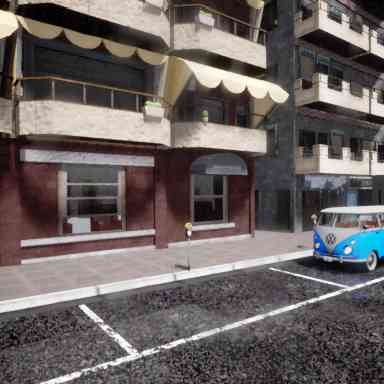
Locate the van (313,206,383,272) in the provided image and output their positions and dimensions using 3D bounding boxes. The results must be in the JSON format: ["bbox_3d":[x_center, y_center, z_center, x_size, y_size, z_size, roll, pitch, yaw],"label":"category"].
[{"bbox_3d":[5.493,1.341,10.486,3.998,1.788,1.690,0,0,-35],"label":"van"}]
